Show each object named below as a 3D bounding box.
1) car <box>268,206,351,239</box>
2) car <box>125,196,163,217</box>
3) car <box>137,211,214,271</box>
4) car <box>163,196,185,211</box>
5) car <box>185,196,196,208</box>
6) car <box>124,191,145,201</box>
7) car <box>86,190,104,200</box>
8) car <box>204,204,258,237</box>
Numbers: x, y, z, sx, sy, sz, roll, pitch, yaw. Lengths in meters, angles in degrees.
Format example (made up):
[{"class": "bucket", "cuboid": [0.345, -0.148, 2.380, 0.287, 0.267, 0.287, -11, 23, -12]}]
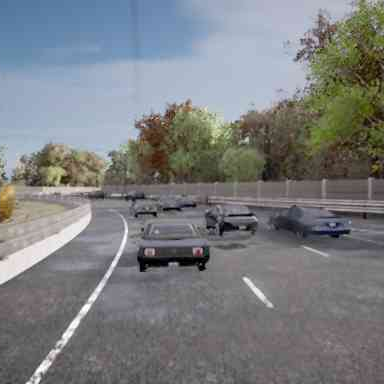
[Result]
[{"class": "car", "cuboid": [5.547, 1.400, 16.496, 2.033, 1.411, 5.357, 0, 0, -9]}, {"class": "car", "cuboid": [-4.197, 1.328, 28.269, 2.033, 1.411, 5.357, 0, 1, -16]}, {"class": "car", "cuboid": [-0.687, 1.516, 10.591, 1.895, 1.301, 4.718, 0, 0, -6]}, {"class": "car", "cuboid": [-2.546, 1.291, 34.415, 1.994, 1.385, 4.181, 0, 0, -19]}, {"class": "car", "cuboid": [-1.069, 1.234, 40.862, 1.994, 1.385, 4.181, 0, 1, -24]}, {"class": "car", "cuboid": [-10.116, 0.766, 58.442, 2.150, 2.045, 5.566, 0, 0, -32]}, {"class": "car", "cuboid": [-21.487, 0.679, 73.930, 2.150, 2.045, 5.566, -1, 1, -40]}, {"class": "car", "cuboid": [1.854, 1.347, 17.222, 2.128, 1.511, 4.902, 0, 0, -10]}]
